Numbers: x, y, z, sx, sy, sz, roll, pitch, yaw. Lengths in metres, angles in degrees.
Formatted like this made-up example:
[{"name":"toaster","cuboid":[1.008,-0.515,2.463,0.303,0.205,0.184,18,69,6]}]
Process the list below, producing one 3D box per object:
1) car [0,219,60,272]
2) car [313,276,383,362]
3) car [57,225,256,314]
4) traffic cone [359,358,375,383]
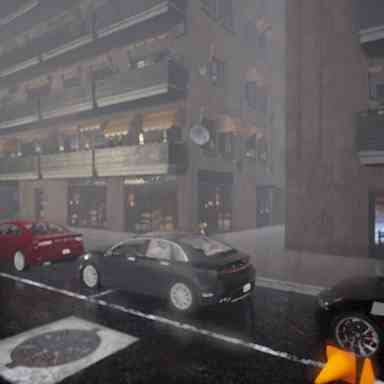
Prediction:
[{"name":"car","cuboid":[-5.388,1.546,10.684,4.507,1.381,1.887,0,0,35]},{"name":"car","cuboid":[3.850,1.569,4.244,4.313,1.339,1.947,0,0,35]},{"name":"car","cuboid":[-0.769,1.553,7.464,4.403,1.369,2.008,0,0,35]},{"name":"traffic cone","cuboid":[1.749,1.957,3.311,0.340,0.580,0.340,0,0,35]}]
